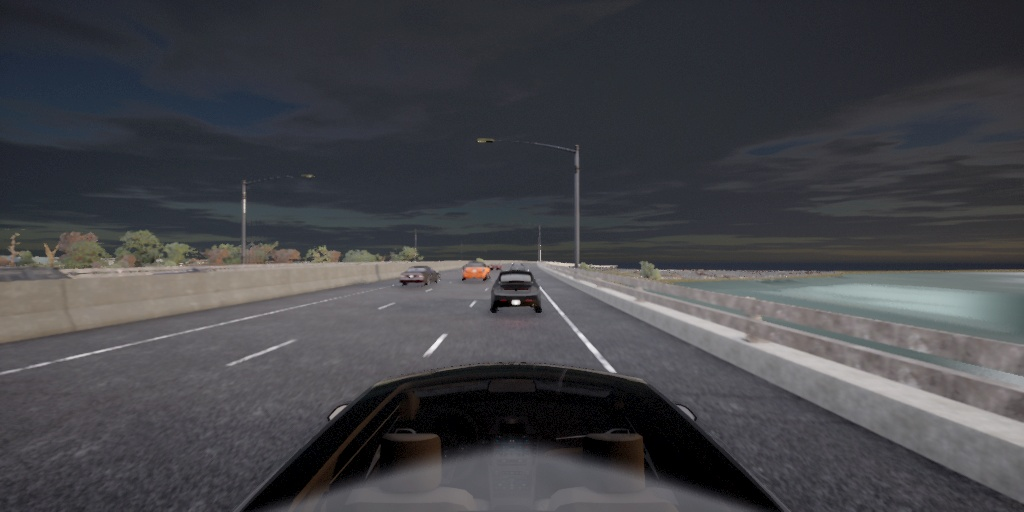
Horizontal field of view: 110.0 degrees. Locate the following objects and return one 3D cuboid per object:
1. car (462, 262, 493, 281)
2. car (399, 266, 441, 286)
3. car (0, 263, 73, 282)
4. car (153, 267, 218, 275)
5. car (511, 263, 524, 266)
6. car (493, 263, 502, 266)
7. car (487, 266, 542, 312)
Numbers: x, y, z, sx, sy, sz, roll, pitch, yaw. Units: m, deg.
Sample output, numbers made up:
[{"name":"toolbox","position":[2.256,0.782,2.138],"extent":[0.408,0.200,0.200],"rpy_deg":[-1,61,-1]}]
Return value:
[{"name":"car","position":[-3.122,1.283,32.156],"extent":[2.097,1.767,4.553],"rpy_deg":[0,0,1]},{"name":"car","position":[-6.726,1.442,26.611],"extent":[2.033,1.411,5.357],"rpy_deg":[0,0,1]},{"name":"car","position":[-17.554,1.148,11.825],"extent":[2.097,1.767,4.553],"rpy_deg":[0,0,0]},{"name":"car","position":[-24.317,1.490,27.278],"extent":[1.895,1.301,4.718],"rpy_deg":[0,0,1]},{"name":"car","position":[0.763,1.615,49.219],"extent":[1.994,1.385,4.181],"rpy_deg":[0,0,2]},{"name":"car","position":[-2.517,1.707,56.581],"extent":[1.895,1.301,4.718],"rpy_deg":[0,0,2]},{"name":"car","position":[0.154,1.331,14.669],"extent":[1.837,1.490,4.892],"rpy_deg":[0,0,0]}]
